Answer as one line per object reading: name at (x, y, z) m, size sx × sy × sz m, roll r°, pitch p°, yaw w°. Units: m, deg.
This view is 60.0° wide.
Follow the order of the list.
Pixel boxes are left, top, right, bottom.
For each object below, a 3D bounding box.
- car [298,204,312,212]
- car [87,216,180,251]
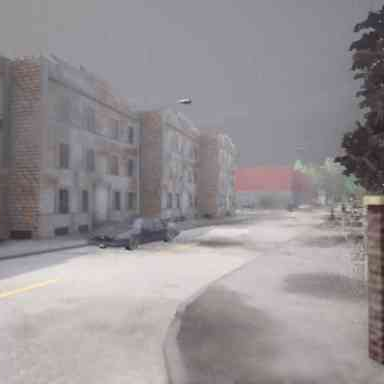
car at (20.679, 2.934, 60.598) m, size 1.812 × 1.442 × 4.674 m, roll 0°, pitch -2°, yaw 28°
car at (-2.525, 1.880, 16.110) m, size 2.033 × 1.411 × 5.357 m, roll 0°, pitch -1°, yaw 27°
